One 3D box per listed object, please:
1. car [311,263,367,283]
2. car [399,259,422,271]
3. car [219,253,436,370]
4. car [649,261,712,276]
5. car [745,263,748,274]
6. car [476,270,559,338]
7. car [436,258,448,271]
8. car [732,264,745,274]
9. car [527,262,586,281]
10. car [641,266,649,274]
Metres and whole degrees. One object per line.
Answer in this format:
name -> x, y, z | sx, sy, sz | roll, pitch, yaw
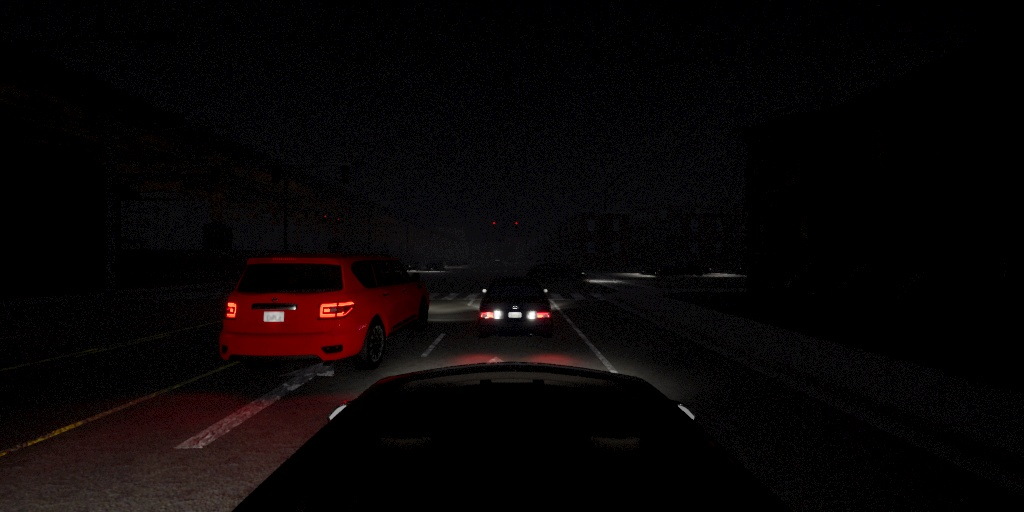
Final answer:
car -> -14.098, 1.297, 29.589 | 2.033, 1.411, 5.357 | 0, 0, 0
car -> -14.090, 1.254, 49.974 | 1.837, 1.490, 4.892 | 0, 0, 0
car -> -3.425, 0.971, 7.872 | 2.150, 2.045, 5.566 | 0, 0, 0
car -> 17.001, 1.297, 35.885 | 5.357, 1.411, 2.033 | 0, 0, 0
car -> 26.557, 1.351, 35.876 | 4.718, 1.301, 1.895 | 0, 0, 0
car -> 0.084, 1.297, 10.125 | 2.033, 1.411, 5.357 | 0, 0, 0
car -> -10.460, 1.297, 48.960 | 2.033, 1.411, 5.357 | 0, 0, -2
car -> 26.835, 1.255, 39.374 | 4.892, 1.490, 1.837 | 0, 0, 0
car -> 3.610, 1.255, 29.600 | 4.892, 1.490, 1.837 | 0, 2, 16
car -> 17.107, 1.297, 39.369 | 5.357, 1.411, 2.033 | 0, 0, 2
